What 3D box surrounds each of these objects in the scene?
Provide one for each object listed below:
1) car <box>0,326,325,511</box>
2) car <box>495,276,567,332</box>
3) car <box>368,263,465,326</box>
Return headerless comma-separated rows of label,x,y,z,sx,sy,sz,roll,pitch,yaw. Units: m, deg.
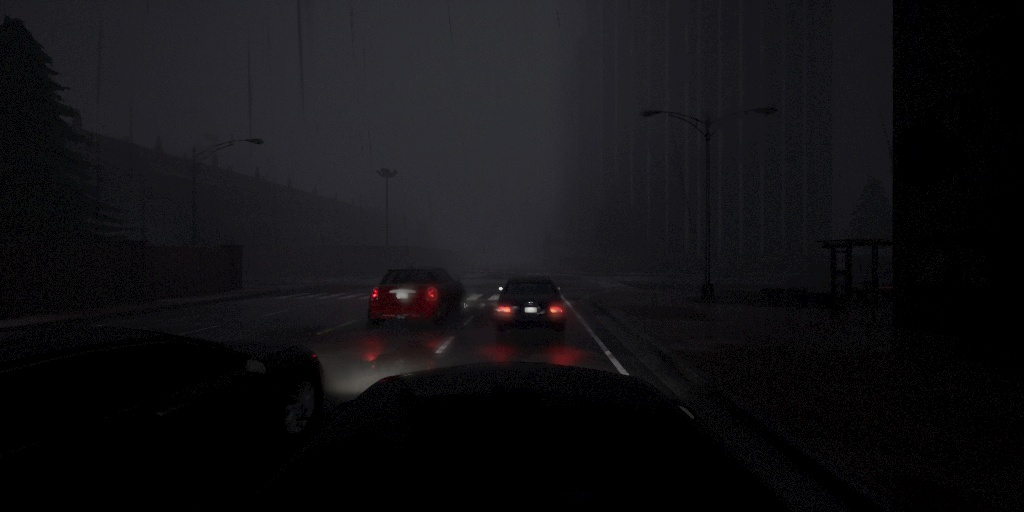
car,-3.191,1.255,2.420,1.837,1.490,4.892,0,0,0
car,0.534,1.297,10.820,2.033,1.411,5.357,0,0,2
car,-2.892,1.101,11.846,2.097,1.767,4.553,0,0,2
